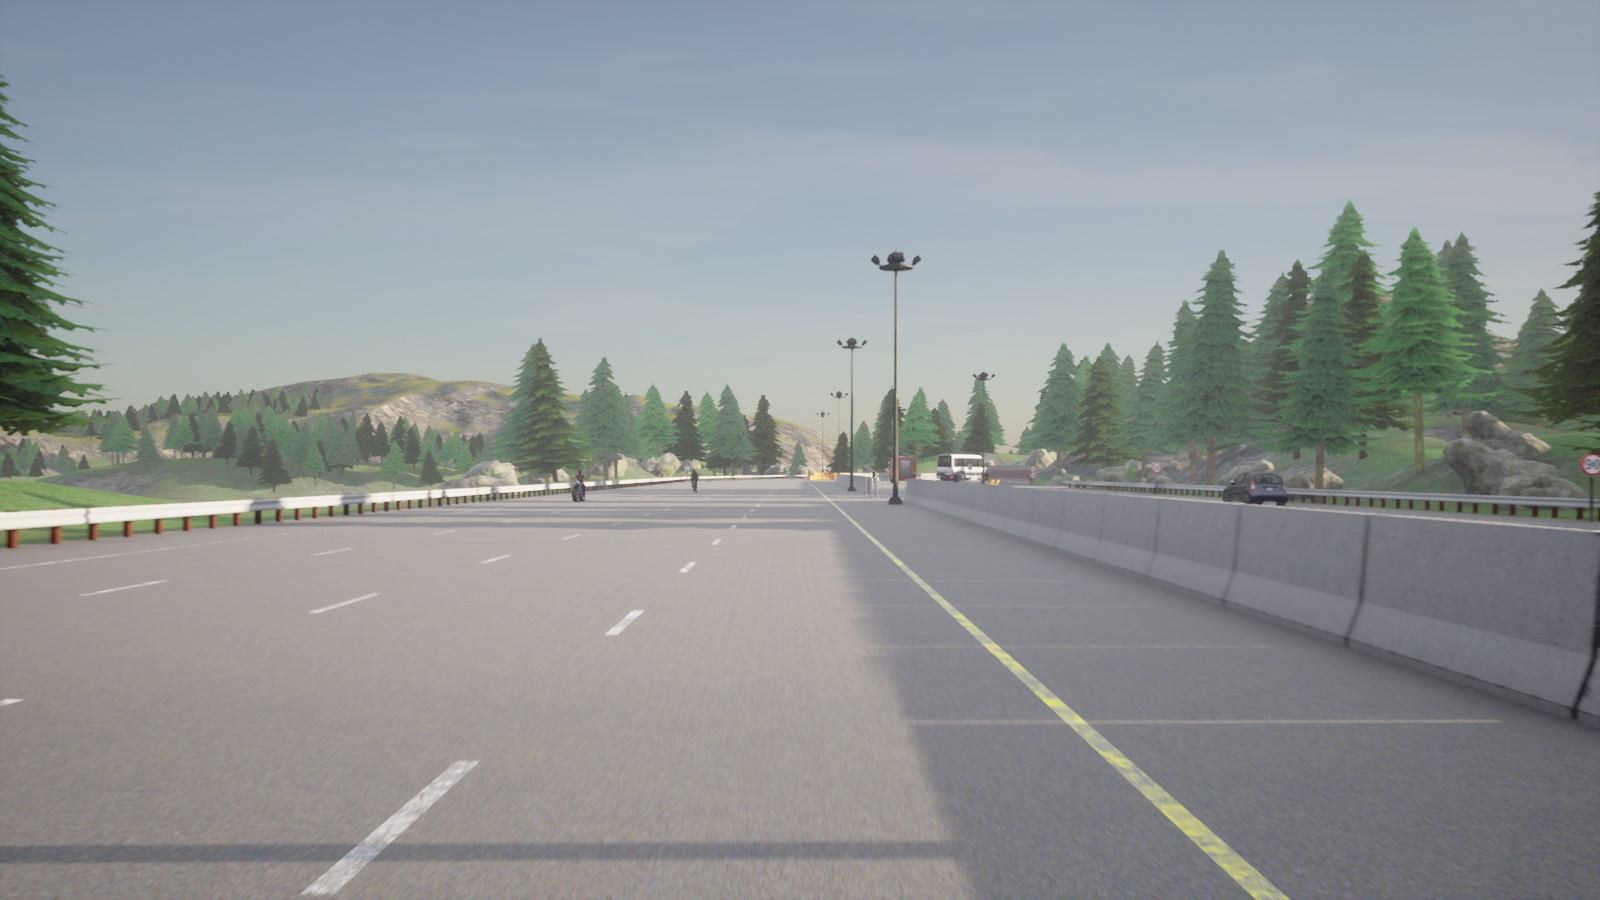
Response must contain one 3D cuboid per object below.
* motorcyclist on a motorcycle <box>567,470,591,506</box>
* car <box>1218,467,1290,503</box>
[{"bbox_3d":[-10.643,1.819,60.621,0.766,1.649,2.350,0,-1,0],"label":"motorcyclist on a motorcycle"},{"bbox_3d":[20.861,1.594,57.860,1.851,1.617,3.988,0,-1,0],"label":"car"}]
